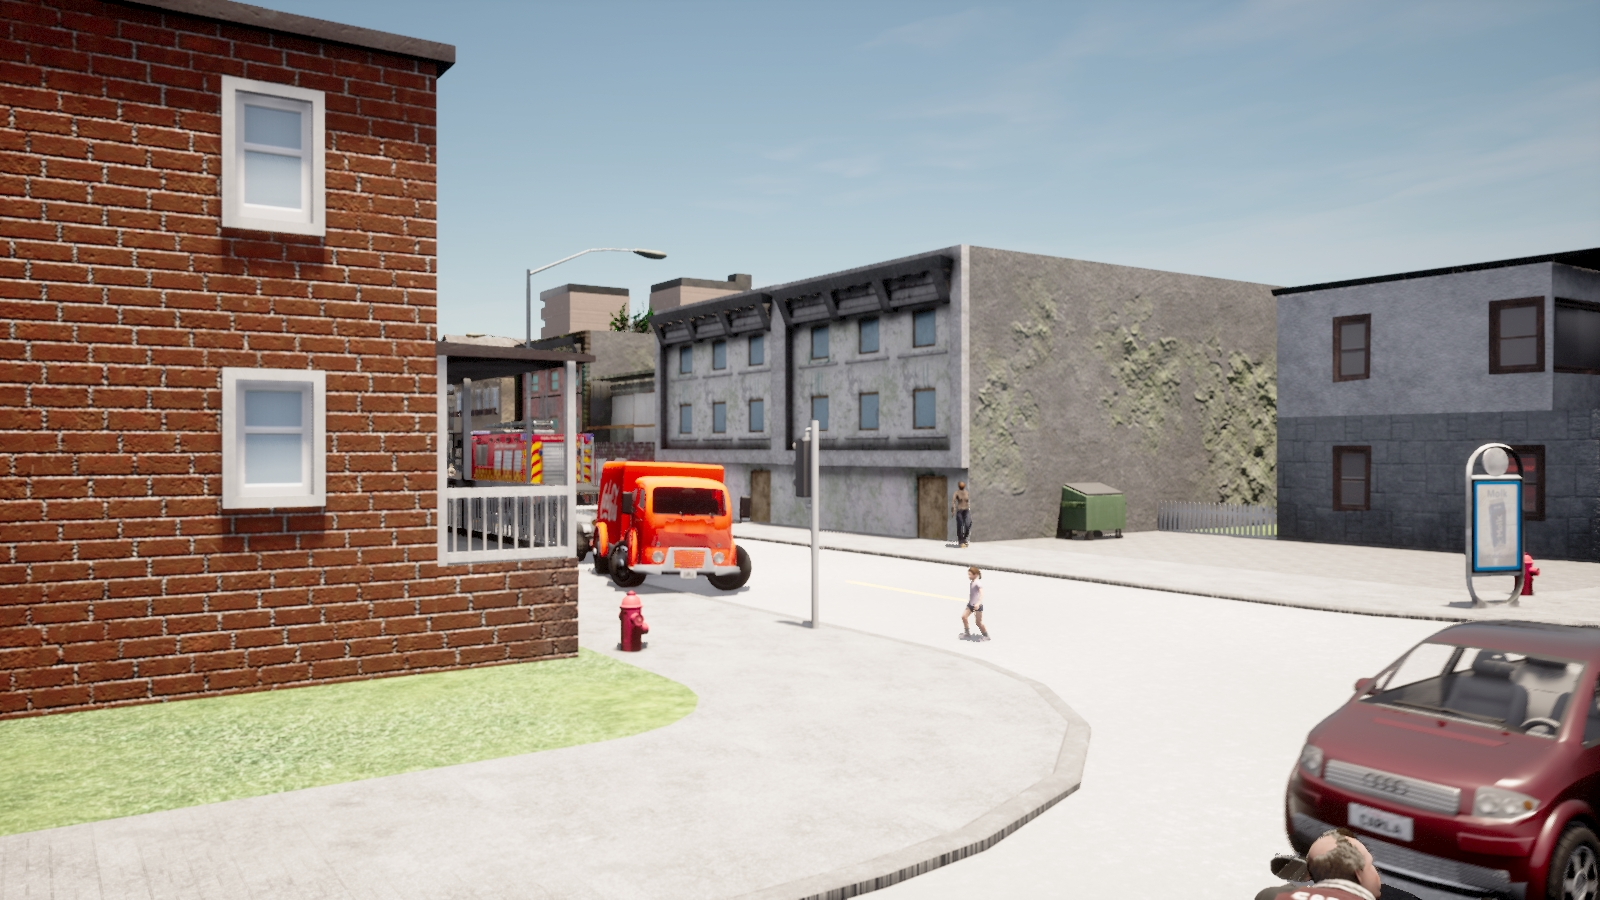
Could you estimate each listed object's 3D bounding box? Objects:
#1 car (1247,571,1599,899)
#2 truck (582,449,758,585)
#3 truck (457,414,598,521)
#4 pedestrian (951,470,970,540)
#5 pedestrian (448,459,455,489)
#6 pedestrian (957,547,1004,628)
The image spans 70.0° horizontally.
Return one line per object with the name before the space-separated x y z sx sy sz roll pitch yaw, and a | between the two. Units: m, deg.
car | 4.974 1.787 7.803 3.705 1.549 1.789 0 0 -34
truck | -2.870 1.271 23.854 2.627 2.467 5.204 3 -1 -17
truck | -10.945 0.637 45.163 2.891 3.827 8.468 0 0 -32
pedestrian | 4.339 1.483 30.901 0.375 1.860 0.375 0 0 -18
pedestrian | -21.810 1.479 71.499 0.375 1.860 0.375 0 0 -24
pedestrian | 2.621 1.984 16.625 0.500 1.100 0.500 0 0 -21
